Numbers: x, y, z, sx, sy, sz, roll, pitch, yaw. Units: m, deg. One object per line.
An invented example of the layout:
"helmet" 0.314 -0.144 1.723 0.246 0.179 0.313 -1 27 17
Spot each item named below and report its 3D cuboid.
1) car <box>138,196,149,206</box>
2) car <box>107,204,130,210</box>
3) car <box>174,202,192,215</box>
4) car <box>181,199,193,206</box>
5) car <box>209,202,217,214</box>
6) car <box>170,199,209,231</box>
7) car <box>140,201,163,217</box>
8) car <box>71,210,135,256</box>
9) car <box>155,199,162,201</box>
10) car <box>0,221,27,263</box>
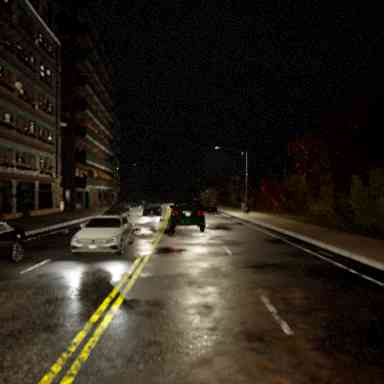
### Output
"car" -10.595 2.004 72.979 2.150 2.045 5.566 0 -1 -7
"car" -7.451 1.923 33.952 2.033 1.411 5.357 0 -1 -2
"car" -1.216 1.992 41.027 2.033 1.411 5.357 0 -1 -4
"car" -1.184 2.341 76.351 2.033 1.411 5.357 0 -1 -7
"car" 1.997 1.923 41.489 1.882 1.535 5.008 0 -1 -3
"car" -0.329 1.467 22.494 2.150 2.045 5.566 0 -1 -2
"car" -4.316 1.968 36.833 1.994 1.385 4.181 0 -1 -3
"car" -3.541 1.683 14.000 1.812 1.442 4.674 0 -1 -1
"car" -7.372 2.316 73.399 2.033 1.411 5.357 0 -1 -7
"car" -6.715 1.605 9.780 2.128 1.511 4.902 0 -1 -1
